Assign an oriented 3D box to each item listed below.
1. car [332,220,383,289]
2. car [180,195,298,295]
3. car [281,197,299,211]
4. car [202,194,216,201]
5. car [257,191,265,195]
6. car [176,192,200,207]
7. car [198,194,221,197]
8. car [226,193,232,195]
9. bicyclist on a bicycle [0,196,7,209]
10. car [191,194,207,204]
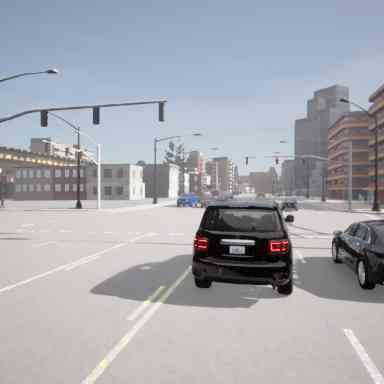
[{"bbox_3d":[5.118,1.505,8.945,1.837,1.490,4.892,0,0,11],"label":"car"},{"bbox_3d":[1.558,1.221,9.073,2.150,2.045,5.566,0,0,15],"label":"car"},{"bbox_3d":[12.067,1.460,41.143,2.033,1.411,5.357,0,1,16],"label":"car"},{"bbox_3d":[3.456,1.075,68.235,2.033,1.411,5.357,0,1,12],"label":"car"},{"bbox_3d":[17.620,0.559,85.140,2.097,1.767,4.553,0,1,11],"label":"car"},{"bbox_3d":[-0.639,1.079,48.503,2.150,2.045,5.566,0,1,12],"label":"car"},{"bbox_3d":[2.436,1.381,46.090,1.837,1.490,4.892,0,1,12],"label":"car"},{"bbox_3d":[6.184,1.091,64.268,1.837,1.490,4.892,0,1,12],"label":"car"},{"bbox_3d":[-23.742,1.303,41.537,0.582,1.620,1.656,0,0,10],"label":"bicyclist on a bicycle"},{"bbox_3d":[1.295,1.217,57.975,1.837,1.490,4.892,0,1,11],"label":"car"}]
